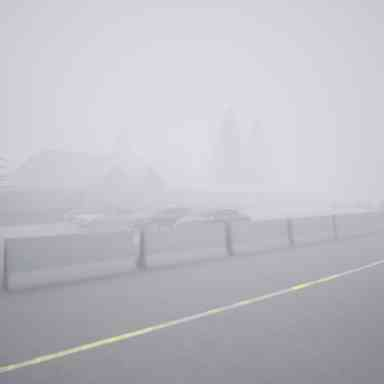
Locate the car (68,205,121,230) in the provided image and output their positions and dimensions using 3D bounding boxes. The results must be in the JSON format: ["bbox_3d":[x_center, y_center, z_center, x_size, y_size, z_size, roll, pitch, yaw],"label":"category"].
[{"bbox_3d":[-5.338,1.729,22.060,4.718,1.301,1.895,0,0,-39],"label":"car"}]

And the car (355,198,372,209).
[{"bbox_3d":[26.471,1.748,51.262,2.128,1.511,4.902,0,0,35],"label":"car"}]

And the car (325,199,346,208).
[{"bbox_3d":[22.690,1.828,51.974,1.994,1.385,4.181,0,0,36],"label":"car"}]

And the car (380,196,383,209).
[{"bbox_3d":[29.147,1.463,48.940,2.150,2.045,5.566,0,0,36],"label":"car"}]

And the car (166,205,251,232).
[{"bbox_3d":[1.232,1.607,18.445,4.892,1.490,1.837,0,0,-40],"label":"car"}]

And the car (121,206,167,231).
[{"bbox_3d":[-1.586,1.621,20.637,4.892,1.490,1.837,0,0,-40],"label":"car"}]

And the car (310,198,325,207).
[{"bbox_3d":[21.255,1.780,56.007,2.128,1.511,4.902,0,0,35],"label":"car"}]

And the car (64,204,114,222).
[{"bbox_3d":[-7.059,1.639,25.197,4.902,1.511,2.128,0,0,-39],"label":"car"}]
